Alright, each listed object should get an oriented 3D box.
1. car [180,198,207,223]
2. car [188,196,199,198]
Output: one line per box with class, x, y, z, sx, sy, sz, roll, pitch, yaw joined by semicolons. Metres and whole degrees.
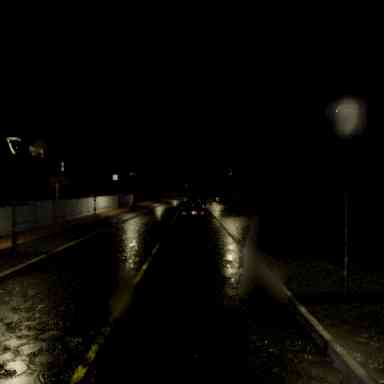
car;0.095;1.390;23.993;2.033;1.411;5.357;0;0;0
car;0.205;1.239;40.961;1.837;1.490;4.892;0;1;1
